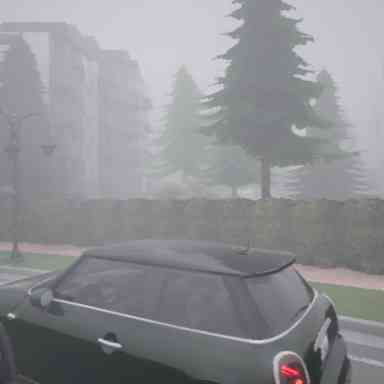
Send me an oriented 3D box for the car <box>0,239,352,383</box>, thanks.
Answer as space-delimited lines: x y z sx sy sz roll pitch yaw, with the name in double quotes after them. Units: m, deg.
-0.652 1.376 4.009 4.553 1.767 2.097 -1 0 32 "car"
